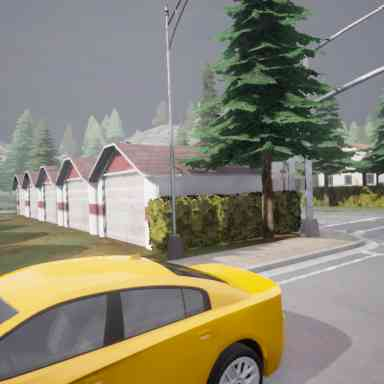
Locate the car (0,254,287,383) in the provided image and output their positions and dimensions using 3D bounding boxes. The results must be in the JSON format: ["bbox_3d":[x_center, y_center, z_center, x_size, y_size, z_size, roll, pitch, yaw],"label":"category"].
[{"bbox_3d":[-1.267,1.451,3.083,5.008,1.535,1.882,-2,1,-35],"label":"car"}]
